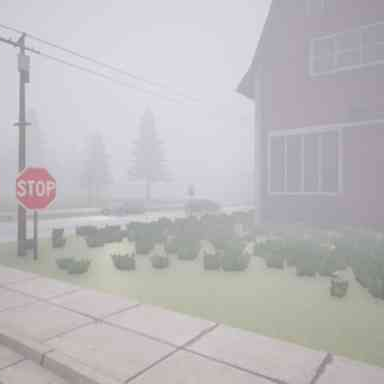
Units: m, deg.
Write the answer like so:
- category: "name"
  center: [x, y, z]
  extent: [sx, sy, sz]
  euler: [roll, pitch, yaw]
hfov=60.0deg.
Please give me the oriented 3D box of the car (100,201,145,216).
- category: "car"
  center: [-6.159, 1.496, 29.841]
  extent: [1.994, 1.385, 4.181]
  euler: [0, 0, 36]

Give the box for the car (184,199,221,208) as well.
- category: "car"
  center: [1.177, 1.448, 33.560]
  extent: [1.837, 1.490, 4.892]
  euler: [0, 0, 36]

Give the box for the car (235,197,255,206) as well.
- category: "car"
  center: [8.054, 1.426, 48.979]
  extent: [2.128, 1.511, 4.902]
  euler: [0, 0, 37]
